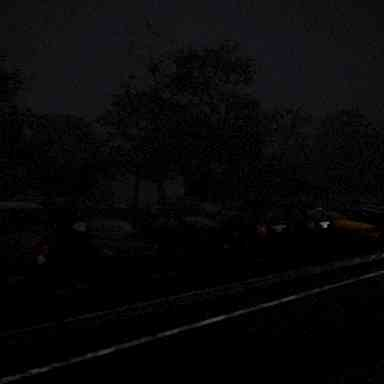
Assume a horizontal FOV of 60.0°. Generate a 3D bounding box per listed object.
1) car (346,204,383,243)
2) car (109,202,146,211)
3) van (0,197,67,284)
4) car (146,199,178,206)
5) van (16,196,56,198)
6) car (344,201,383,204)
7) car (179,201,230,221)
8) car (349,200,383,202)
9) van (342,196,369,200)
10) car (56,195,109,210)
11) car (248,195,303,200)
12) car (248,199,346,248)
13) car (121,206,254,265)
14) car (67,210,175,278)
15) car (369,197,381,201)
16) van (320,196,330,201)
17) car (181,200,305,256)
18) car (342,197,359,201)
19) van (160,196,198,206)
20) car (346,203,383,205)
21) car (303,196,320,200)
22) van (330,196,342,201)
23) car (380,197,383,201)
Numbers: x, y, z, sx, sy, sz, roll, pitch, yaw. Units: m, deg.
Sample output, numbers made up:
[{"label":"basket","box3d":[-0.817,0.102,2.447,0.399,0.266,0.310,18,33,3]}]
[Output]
[{"label":"car","box3d":[6.466,1.528,16.600,1.946,1.575,5.366,0,0,-35]},{"label":"car","box3d":[-5.644,1.496,24.256,2.097,1.535,5.008,0,0,-35]},{"label":"van","box3d":[-4.881,1.219,8.607,1.878,1.987,4.442,0,0,-35]},{"label":"car","box3d":[-3.389,1.554,25.865,2.002,1.452,4.674,0,0,-35]},{"label":"van","box3d":[-10.329,1.235,21.070,1.878,1.987,4.442,0,0,-35]},{"label":"car","box3d":[10.878,1.567,19.977,2.231,1.521,4.892,0,0,-35]},{"label":"car","box3d":[1.020,1.587,29.009,2.002,1.452,4.674,0,0,-35]},{"label":"car","box3d":[13.251,1.580,21.430,1.946,1.575,5.366,0,0,-35]},{"label":"van","box3d":[19.254,1.462,41.854,1.878,1.987,4.442,1,0,-36]},{"label":"car","box3d":[-7.988,1.227,22.559,2.435,2.045,5.566,0,0,-35]},{"label":"car","box3d":[7.911,1.348,33.878,2.435,2.045,5.566,0,0,-35]},{"label":"car","box3d":[4.116,1.388,15.116,2.185,1.767,4.553,0,0,-35]},{"label":"car","box3d":[-0.423,1.479,11.917,2.097,1.535,5.008,0,0,-35]},{"label":"car","box3d":[-2.690,1.502,10.313,2.002,1.452,4.674,0,0,-35]},{"label":"car","box3d":[21.414,1.741,43.560,2.163,1.488,4.792,1,0,-35]},{"label":"van","box3d":[12.476,1.408,37.018,1.878,1.987,4.442,0,0,-35]},{"label":"car","box3d":[1.854,1.371,13.506,2.185,1.767,4.553,0,0,-35]},{"label":"car","box3d":[16.917,1.668,40.330,2.097,1.535,5.008,0,0,-35]},{"label":"van","box3d":[-1.302,1.304,27.496,1.878,1.987,4.442,0,0,-35]},{"label":"car","box3d":[8.624,1.549,18.356,2.231,1.521,4.892,0,0,-35]},{"label":"car","box3d":[10.168,1.365,35.484,2.435,2.045,5.566,0,0,-35]},{"label":"van","box3d":[14.597,1.425,38.815,1.878,1.987,4.442,0,0,-35]},{"label":"car","box3d":[23.564,1.769,45.091,2.163,1.488,4.792,1,-1,-35]}]
